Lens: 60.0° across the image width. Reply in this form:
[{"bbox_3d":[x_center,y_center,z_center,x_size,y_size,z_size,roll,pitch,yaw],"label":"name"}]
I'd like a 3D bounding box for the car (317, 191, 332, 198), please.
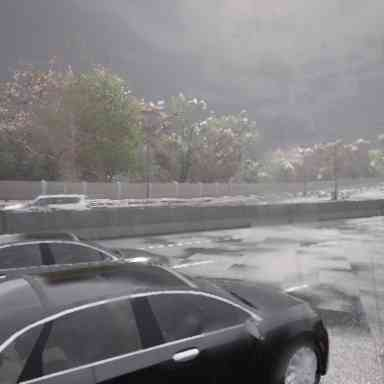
[{"bbox_3d":[31.473,0.643,80.019,2.128,1.511,4.902,0,1,32],"label":"car"}]

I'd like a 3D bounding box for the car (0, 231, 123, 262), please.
[{"bbox_3d":[-2.616,1.504,6.180,4.892,1.490,1.837,0,0,-36],"label":"car"}]

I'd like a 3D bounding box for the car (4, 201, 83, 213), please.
[{"bbox_3d":[-9.165,1.492,18.929,4.902,1.511,2.128,0,0,-35],"label":"car"}]

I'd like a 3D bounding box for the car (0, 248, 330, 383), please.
[{"bbox_3d":[-0.584,1.504,3.330,4.892,1.490,1.837,0,0,-36],"label":"car"}]

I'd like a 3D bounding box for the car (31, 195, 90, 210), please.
[{"bbox_3d":[-9.796,1.220,22.771,5.566,2.045,2.150,0,0,-35],"label":"car"}]
